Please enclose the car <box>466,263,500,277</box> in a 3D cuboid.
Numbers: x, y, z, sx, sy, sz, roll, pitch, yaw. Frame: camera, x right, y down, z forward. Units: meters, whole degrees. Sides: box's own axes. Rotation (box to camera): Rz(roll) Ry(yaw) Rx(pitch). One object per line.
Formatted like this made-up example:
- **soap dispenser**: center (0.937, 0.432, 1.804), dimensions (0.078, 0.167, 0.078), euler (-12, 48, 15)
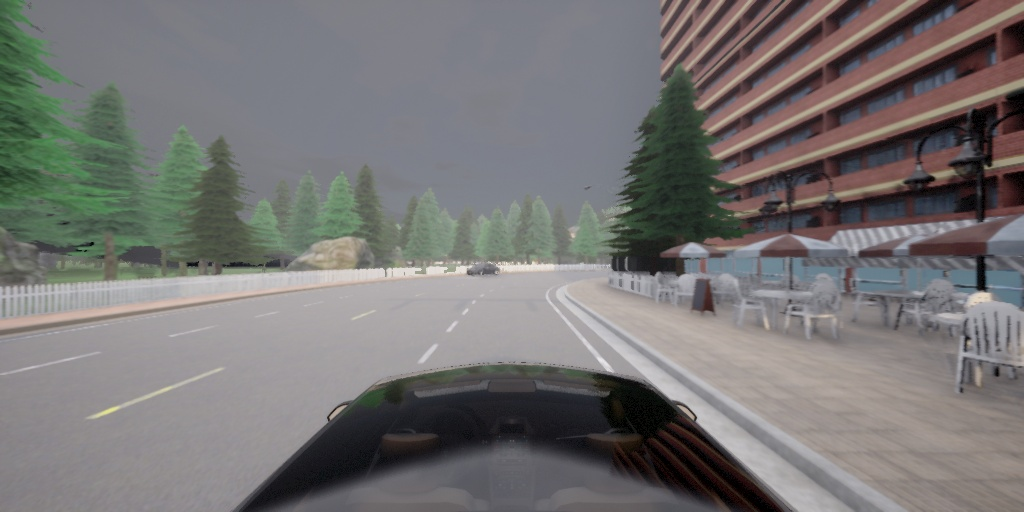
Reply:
- **car**: center (-3.282, 1.576, 40.900), dimensions (1.837, 1.490, 4.892), euler (-1, -1, 31)
